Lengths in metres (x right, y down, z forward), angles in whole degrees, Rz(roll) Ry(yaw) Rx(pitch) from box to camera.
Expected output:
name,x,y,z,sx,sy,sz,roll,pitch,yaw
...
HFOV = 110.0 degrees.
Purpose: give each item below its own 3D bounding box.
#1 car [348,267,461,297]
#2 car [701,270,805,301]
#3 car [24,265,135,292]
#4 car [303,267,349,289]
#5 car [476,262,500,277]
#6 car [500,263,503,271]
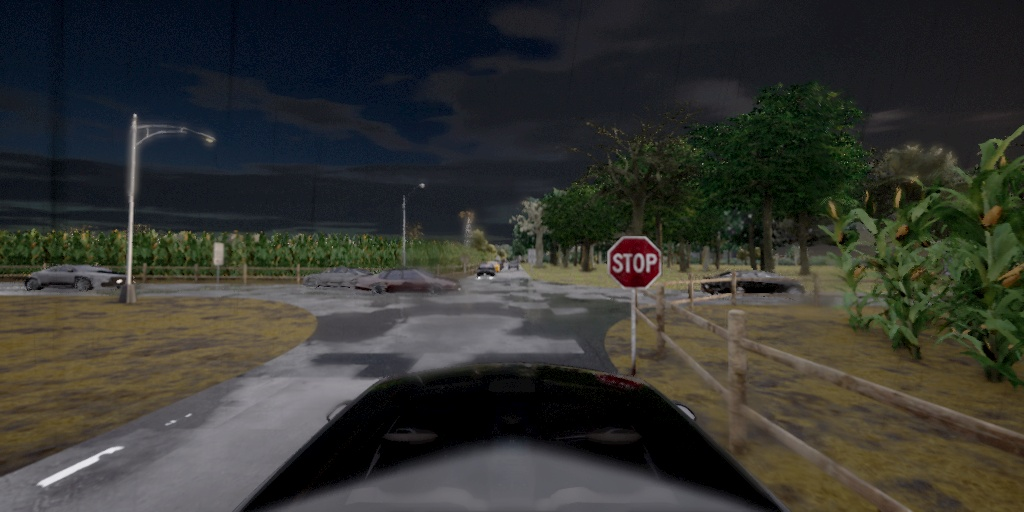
name,x,y,z,sx,sy,sz,roll,pitch,yaw
car,-5.480,1.368,19.153,5.357,1.411,2.033,1,0,0
car,12.791,1.504,19.104,5.008,1.535,1.882,1,-2,-4
car,-23.019,1.159,19.209,4.181,1.385,1.994,0,-2,0
car,-10.897,1.370,22.882,4.181,1.385,1.994,1,-2,0
car,-2.778,1.544,39.962,2.033,1.411,5.357,0,0,1
car,-2.703,1.538,49.602,1.882,1.535,5.008,0,0,1
